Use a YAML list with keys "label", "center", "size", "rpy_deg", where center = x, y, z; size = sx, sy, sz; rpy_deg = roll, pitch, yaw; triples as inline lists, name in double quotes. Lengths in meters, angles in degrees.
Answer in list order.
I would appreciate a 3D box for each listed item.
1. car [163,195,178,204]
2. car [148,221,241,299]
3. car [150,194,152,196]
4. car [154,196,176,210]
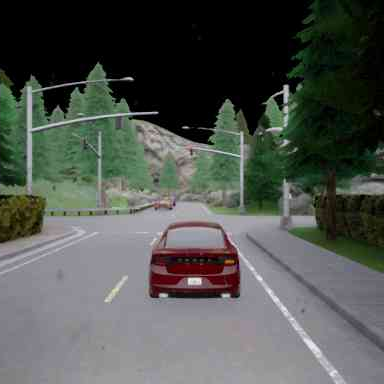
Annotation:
- label: "car"
  center: [-4.287, 1.477, 65.725]
  size: [1.882, 1.535, 5.008]
  rpy_deg: [0, 0, -15]
- label: "car"
  center: [0.068, 1.478, 8.538]
  size: [1.882, 1.535, 5.008]
  rpy_deg: [0, 0, 0]
- label: "car"
  center: [-11.003, 1.355, 79.677]
  size: [4.553, 1.767, 2.097]
  rpy_deg: [0, 0, 24]
- label: "car"
  center: [-3.589, 1.352, 42.640]
  size: [2.097, 1.767, 4.553]
  rpy_deg: [0, 0, 0]
